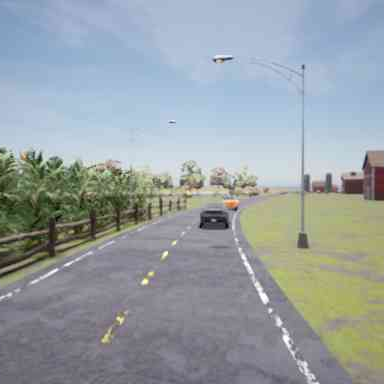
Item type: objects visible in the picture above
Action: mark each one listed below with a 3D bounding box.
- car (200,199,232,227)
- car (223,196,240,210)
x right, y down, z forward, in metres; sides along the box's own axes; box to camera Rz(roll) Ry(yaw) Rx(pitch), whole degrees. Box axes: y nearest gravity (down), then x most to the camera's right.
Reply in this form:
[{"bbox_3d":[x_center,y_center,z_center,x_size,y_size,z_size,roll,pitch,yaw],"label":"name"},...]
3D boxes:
[{"bbox_3d":[1.604,1.465,22.640,1.837,1.490,4.892,0,0,7],"label":"car"},{"bbox_3d":[4.678,1.249,40.930,2.097,1.767,4.553,0,0,12],"label":"car"}]
